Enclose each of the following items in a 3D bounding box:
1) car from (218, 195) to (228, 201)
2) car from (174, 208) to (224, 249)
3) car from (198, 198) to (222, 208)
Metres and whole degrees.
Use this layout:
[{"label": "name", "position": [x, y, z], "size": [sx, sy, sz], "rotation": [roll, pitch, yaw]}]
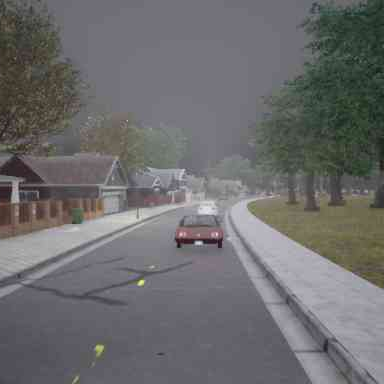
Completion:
[{"label": "car", "position": [7.136, 1.414, 77.224], "size": [1.994, 1.385, 4.181], "rotation": [0, 0, 14]}, {"label": "car", "position": [0.365, 1.612, 14.603], "size": [1.895, 1.301, 4.718], "rotation": [0, 0, 3]}, {"label": "car", "position": [1.453, 1.518, 29.466], "size": [1.812, 1.442, 4.674], "rotation": [0, 0, 6]}]
